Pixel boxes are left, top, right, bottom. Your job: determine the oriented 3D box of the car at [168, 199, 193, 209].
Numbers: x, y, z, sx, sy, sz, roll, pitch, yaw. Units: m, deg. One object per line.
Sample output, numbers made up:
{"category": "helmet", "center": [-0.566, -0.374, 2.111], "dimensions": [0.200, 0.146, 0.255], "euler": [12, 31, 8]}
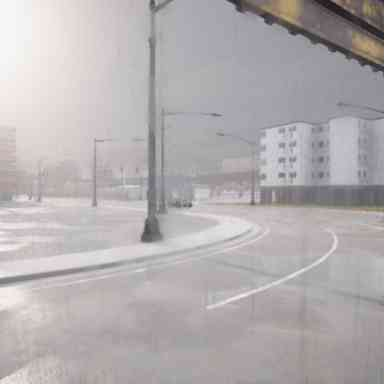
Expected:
{"category": "car", "center": [-1.672, 1.667, 47.572], "dimensions": [1.994, 1.385, 4.181], "euler": [0, 0, -36]}
